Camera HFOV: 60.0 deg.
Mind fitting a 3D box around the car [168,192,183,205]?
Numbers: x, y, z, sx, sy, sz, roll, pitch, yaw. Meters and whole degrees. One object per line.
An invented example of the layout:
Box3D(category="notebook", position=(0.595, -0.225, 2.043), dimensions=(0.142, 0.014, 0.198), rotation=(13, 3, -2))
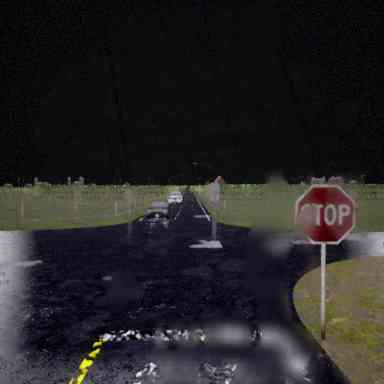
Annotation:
Box3D(category="car", position=(-2.738, 1.036, 56.375), dimensions=(2.150, 2.045, 5.566), rotation=(0, 0, 0))

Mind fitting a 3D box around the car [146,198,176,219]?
Box3D(category="car", position=(-2.744, 1.502, 28.838), dimensions=(2.033, 1.411, 5.357), rotation=(0, 0, 0))
